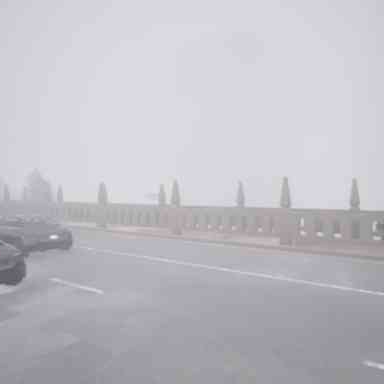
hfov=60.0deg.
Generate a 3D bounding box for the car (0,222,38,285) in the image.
[{"bbox_3d":[-5.987,1.564,8.263,4.181,1.385,1.994,0,0,36],"label":"car"}]

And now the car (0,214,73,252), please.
[{"bbox_3d":[-6.524,1.565,12.945,4.181,1.385,1.994,0,0,35],"label":"car"}]
